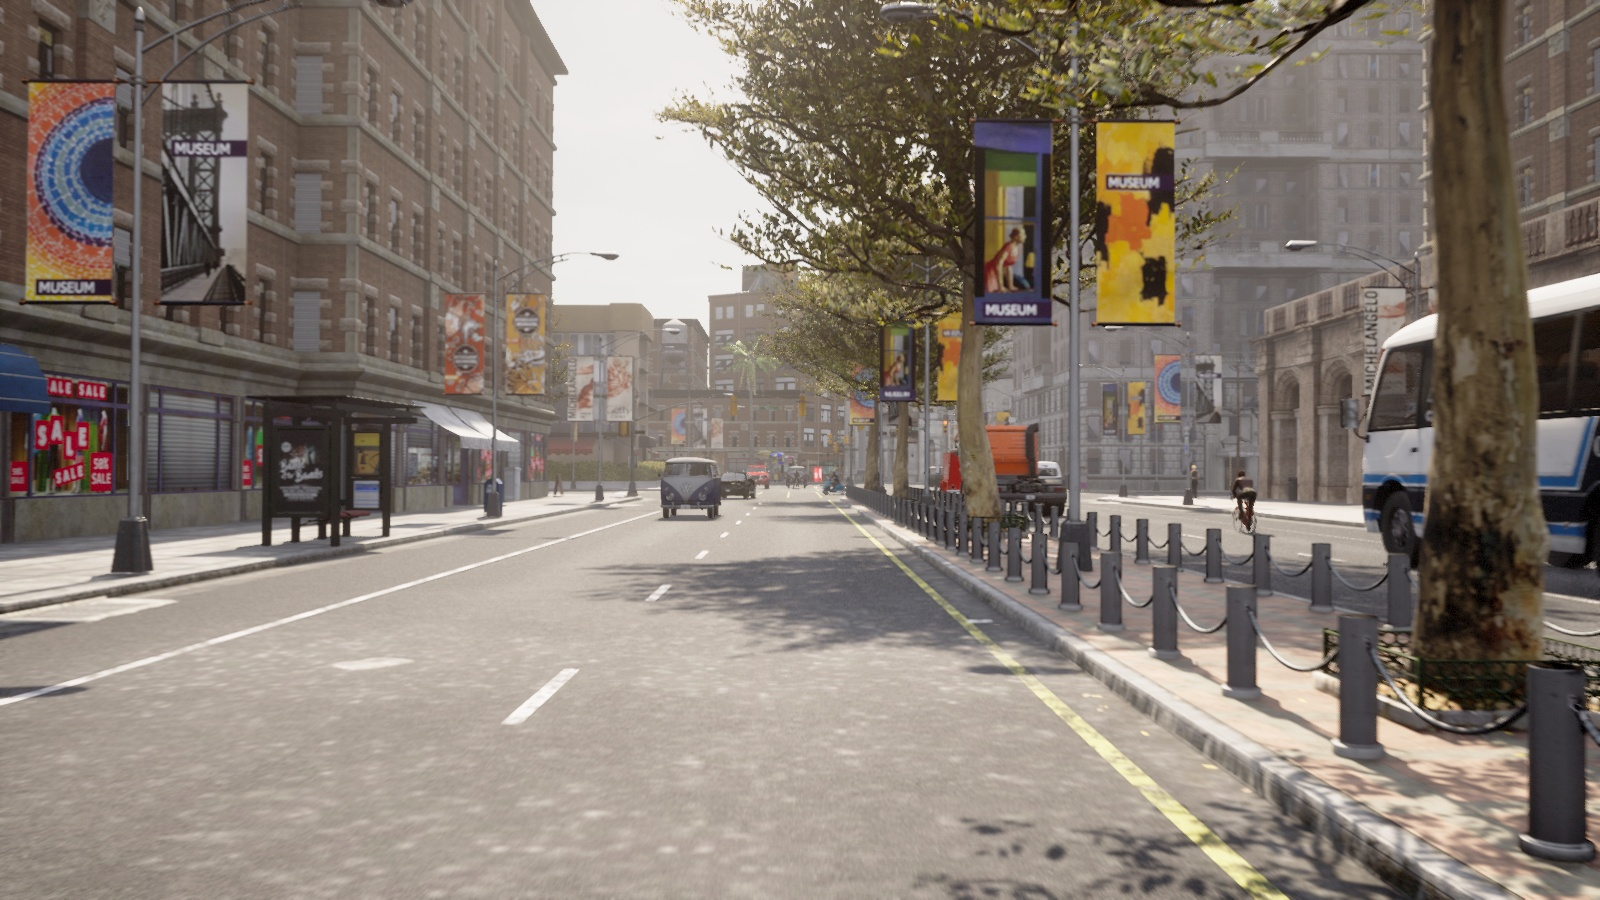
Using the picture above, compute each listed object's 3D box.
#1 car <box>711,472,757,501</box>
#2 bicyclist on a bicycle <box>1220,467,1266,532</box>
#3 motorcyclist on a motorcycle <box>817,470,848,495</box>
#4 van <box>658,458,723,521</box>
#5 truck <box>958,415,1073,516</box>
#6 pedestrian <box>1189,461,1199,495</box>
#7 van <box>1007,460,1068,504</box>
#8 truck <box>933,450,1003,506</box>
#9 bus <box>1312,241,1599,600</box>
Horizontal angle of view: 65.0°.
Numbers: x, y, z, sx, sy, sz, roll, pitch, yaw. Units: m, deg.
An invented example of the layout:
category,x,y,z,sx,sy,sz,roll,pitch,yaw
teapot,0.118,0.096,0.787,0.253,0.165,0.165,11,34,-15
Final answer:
category,x,y,z,sx,sy,sz,roll,pitch,yaw
car,-3.613,1.972,69.600,1.882,1.535,5.008,0,-1,5
bicyclist on a bicycle,11.388,1.263,32.343,0.582,1.620,1.656,0,-1,0
motorcyclist on a motorcycle,2.123,2.126,81.604,1.817,1.590,0.866,0,0,-37
van,-3.604,1.284,41.924,1.775,1.987,4.442,0,-1,0
truck,7.881,0.588,47.022,2.891,3.462,7.936,0,-1,0
pedestrian,21.313,1.524,67.950,0.345,1.836,0.594,0,-1,0
van,11.352,1.501,60.258,2.069,2.038,4.480,0,-1,0
truck,7.750,1.274,58.396,2.627,2.467,5.204,0,-1,1
bus,11.450,-0.306,18.019,3.944,4.253,10.273,0,-1,0
